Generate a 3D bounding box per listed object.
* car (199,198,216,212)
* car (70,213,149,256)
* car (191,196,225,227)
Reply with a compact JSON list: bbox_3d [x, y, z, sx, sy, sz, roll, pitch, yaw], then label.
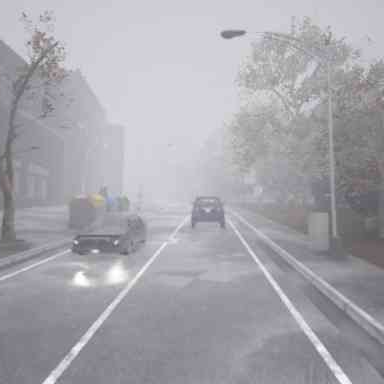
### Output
[{"bbox_3d":[1.886,1.566,41.554,1.882,1.535,5.008,0,0,1],"label":"car"},{"bbox_3d":[-3.036,1.575,13.569,2.033,1.411,5.357,0,0,3],"label":"car"},{"bbox_3d":[1.103,1.266,23.131,2.150,2.045,5.566,0,0,3],"label":"car"}]
